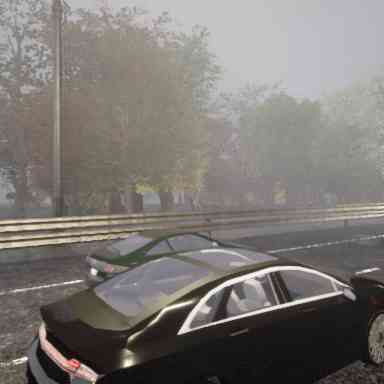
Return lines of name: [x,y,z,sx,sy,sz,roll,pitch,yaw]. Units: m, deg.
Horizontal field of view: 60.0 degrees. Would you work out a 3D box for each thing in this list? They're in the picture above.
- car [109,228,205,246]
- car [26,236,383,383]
car: [-0.293,1.535,7.697,4.181,1.385,1.994,0,0,-35]
car: [0.683,1.474,4.126,4.902,1.511,2.128,0,0,-35]
